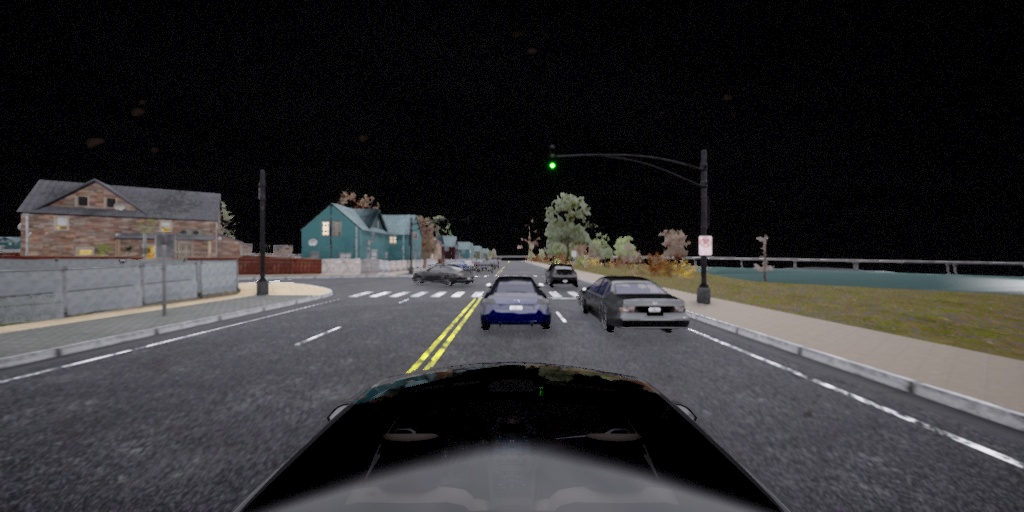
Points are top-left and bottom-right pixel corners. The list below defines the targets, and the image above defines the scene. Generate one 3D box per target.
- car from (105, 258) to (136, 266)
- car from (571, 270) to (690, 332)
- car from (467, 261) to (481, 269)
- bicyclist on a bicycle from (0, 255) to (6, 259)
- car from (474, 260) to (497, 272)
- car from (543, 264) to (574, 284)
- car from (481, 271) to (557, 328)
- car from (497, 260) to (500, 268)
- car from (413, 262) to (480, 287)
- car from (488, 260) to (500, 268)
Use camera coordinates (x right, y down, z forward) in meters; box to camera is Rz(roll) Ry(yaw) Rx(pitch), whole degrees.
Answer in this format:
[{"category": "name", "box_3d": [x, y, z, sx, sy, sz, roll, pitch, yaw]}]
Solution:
[{"category": "car", "box_3d": [-21.025, 0.888, 19.588, 4.902, 1.511, 2.128, 1, -1, -35]}, {"category": "car", "box_3d": [3.352, 1.316, 10.943, 2.033, 1.411, 5.357, 0, 0, 0]}, {"category": "car", "box_3d": [-6.518, 1.526, 62.367, 1.895, 1.301, 4.718, 0, 0, 0]}, {"category": "bicyclist on a bicycle", "box_3d": [-29.614, 0.583, 20.679, 0.582, 1.620, 1.656, 1, 0, -35]}, {"category": "car", "box_3d": [-3.329, 1.429, 45.189, 1.994, 1.385, 4.181, 0, 0, 0]}, {"category": "car", "box_3d": [3.349, 1.310, 24.965, 1.837, 1.490, 4.892, 0, 0, 0]}, {"category": "car", "box_3d": [0.098, 1.335, 11.419, 1.994, 1.385, 4.181, 0, 0, 0]}, {"category": "car", "box_3d": [-3.320, 1.499, 55.007, 1.895, 1.301, 4.718, 0, 0, 0]}, {"category": "car", "box_3d": [-4.831, 1.328, 25.072, 4.674, 1.442, 1.812, 0, -1, 32]}, {"category": "car", "box_3d": [-3.250, 1.440, 65.189, 1.837, 1.490, 4.892, 0, 0, 0]}]
